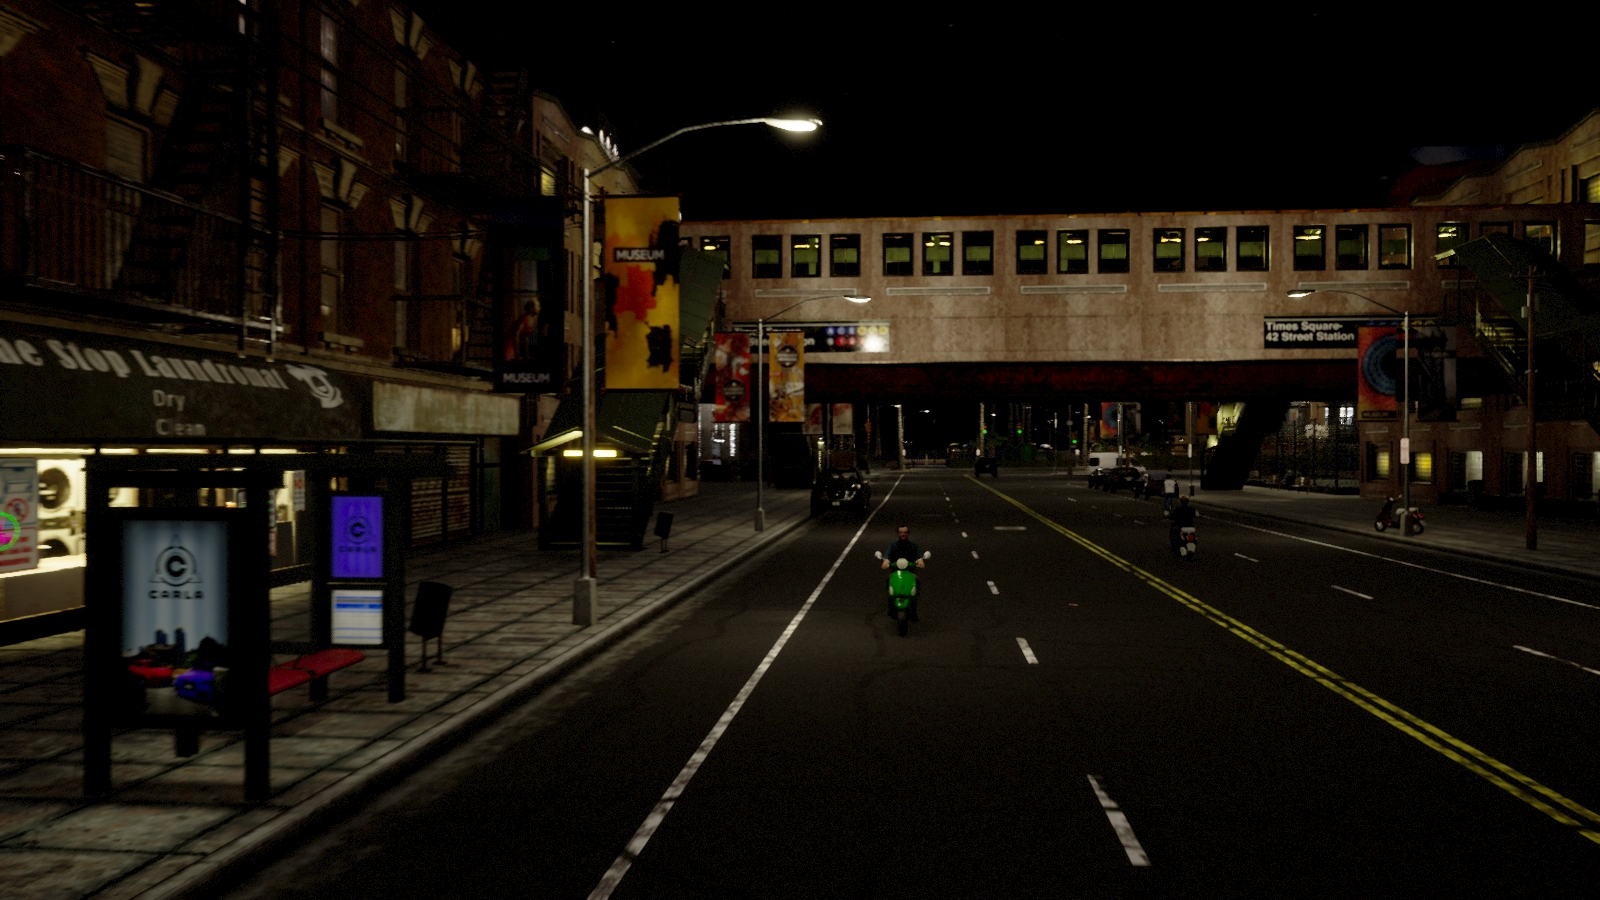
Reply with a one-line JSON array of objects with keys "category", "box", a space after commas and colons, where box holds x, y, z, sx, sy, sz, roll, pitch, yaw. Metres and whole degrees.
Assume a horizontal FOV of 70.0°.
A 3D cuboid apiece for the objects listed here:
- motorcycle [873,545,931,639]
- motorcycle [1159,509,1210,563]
[{"category": "motorcycle", "box": [1.614, 2.183, 17.871, 0.856, 1.236, 1.805, 0, 0, 6]}, {"category": "motorcycle", "box": [9.841, 2.187, 29.317, 0.856, 1.236, 1.805, 0, 0, 6]}]
